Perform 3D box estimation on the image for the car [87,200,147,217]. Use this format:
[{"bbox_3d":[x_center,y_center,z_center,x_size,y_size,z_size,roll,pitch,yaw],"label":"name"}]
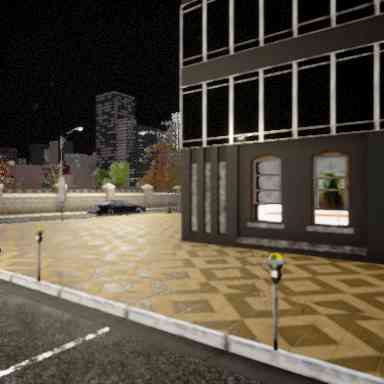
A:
[{"bbox_3d":[-6.525,1.406,29.285,2.033,1.411,5.357,0,0,41],"label":"car"}]
